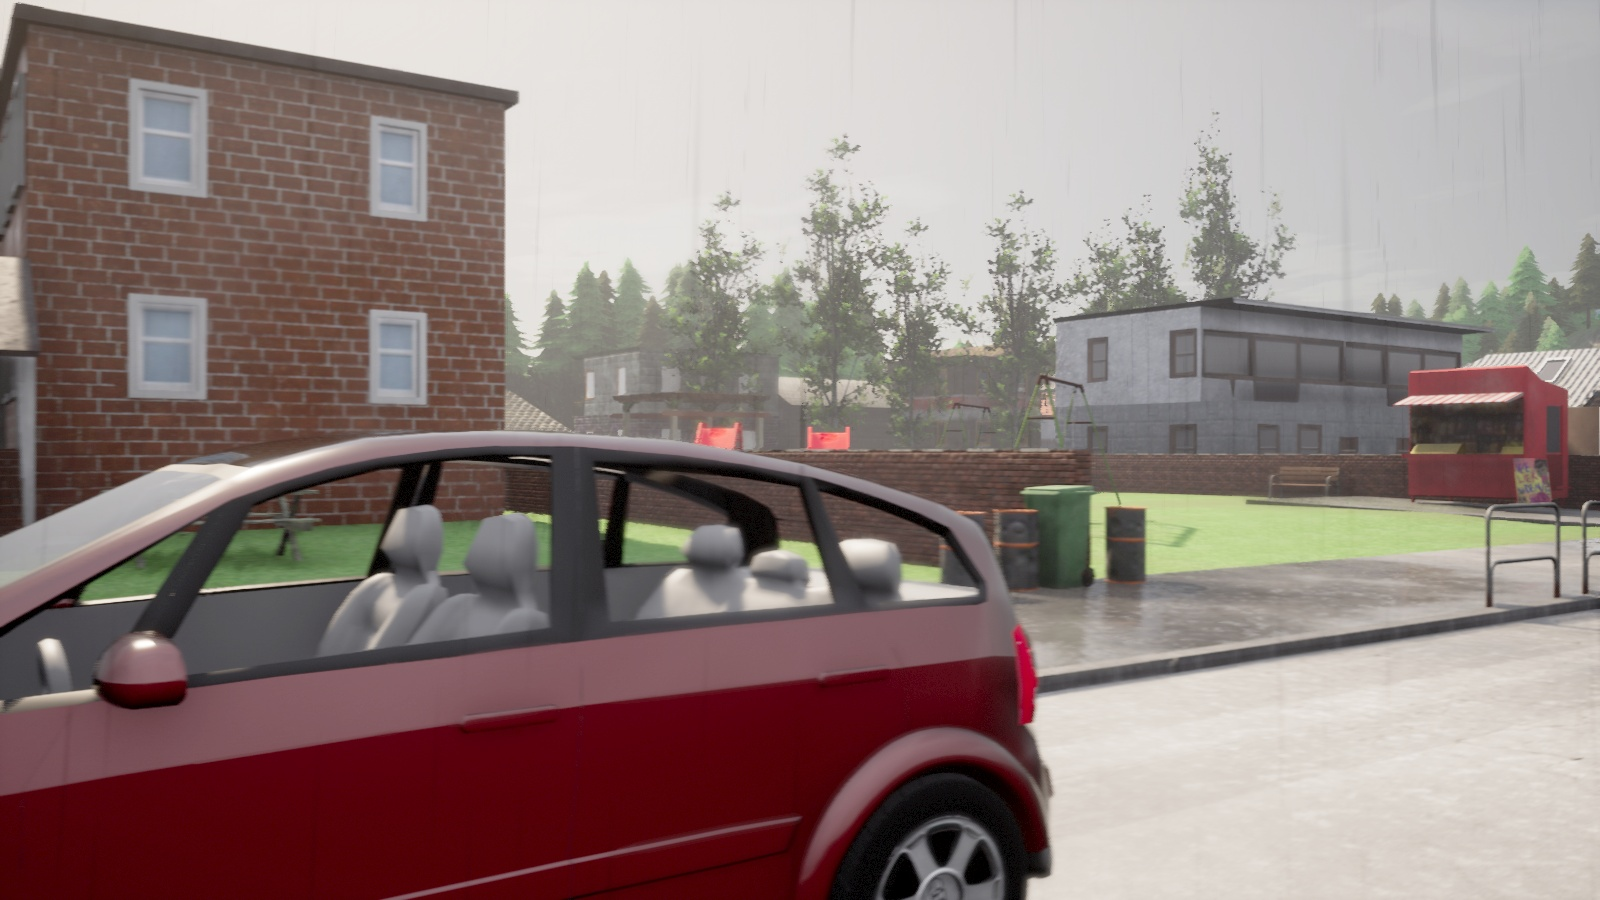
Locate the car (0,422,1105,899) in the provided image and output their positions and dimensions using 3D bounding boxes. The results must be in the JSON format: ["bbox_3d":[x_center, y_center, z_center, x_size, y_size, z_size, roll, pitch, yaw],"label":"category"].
[{"bbox_3d":[-1.188,0.734,3.154,3.705,1.549,1.789,0,0,-35],"label":"car"}]
